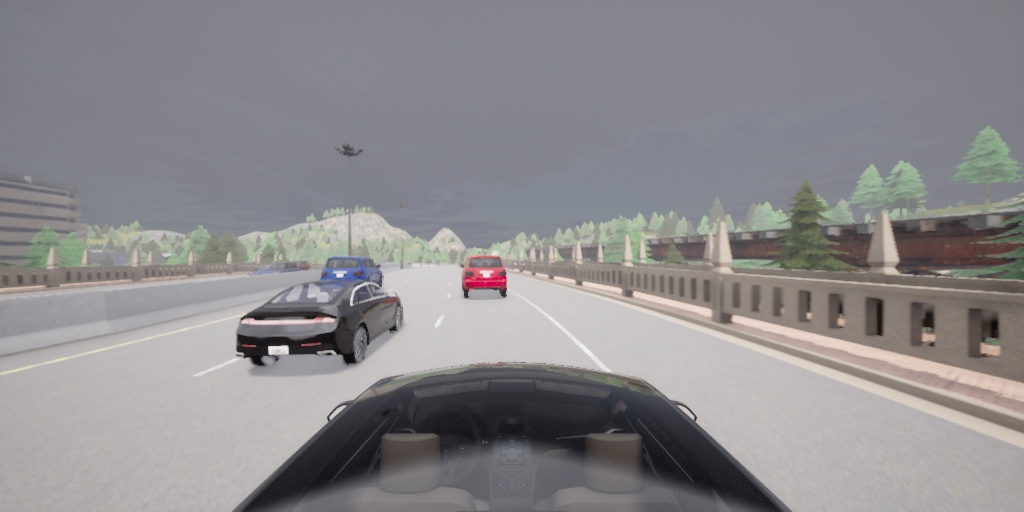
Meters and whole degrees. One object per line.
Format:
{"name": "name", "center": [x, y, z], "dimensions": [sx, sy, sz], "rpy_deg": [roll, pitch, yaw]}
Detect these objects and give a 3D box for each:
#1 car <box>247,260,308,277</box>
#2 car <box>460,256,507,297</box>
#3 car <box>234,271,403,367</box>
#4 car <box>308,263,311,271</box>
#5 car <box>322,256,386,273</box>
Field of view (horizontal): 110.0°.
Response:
{"name": "car", "center": [-16.989, 1.239, 25.888], "dimensions": [2.097, 1.767, 4.553], "rpy_deg": [0, 0, -9]}
{"name": "car", "center": [-1.576, 0.999, 19.297], "dimensions": [2.150, 2.045, 5.566], "rpy_deg": [0, 0, -8]}
{"name": "car", "center": [-3.821, 1.268, 8.039], "dimensions": [2.128, 1.511, 4.902], "rpy_deg": [0, 0, -4]}
{"name": "car", "center": [-27.301, 1.339, 45.433], "dimensions": [2.097, 1.767, 4.553], "rpy_deg": [0, 0, -9]}
{"name": "car", "center": [-8.767, 1.046, 20.058], "dimensions": [2.150, 2.045, 5.566], "rpy_deg": [0, 0, -9]}
